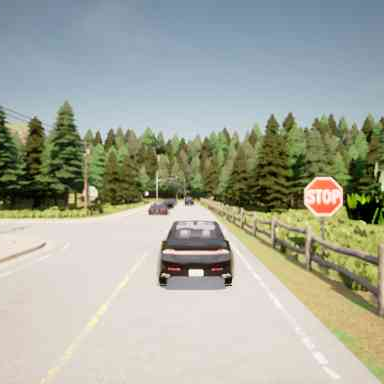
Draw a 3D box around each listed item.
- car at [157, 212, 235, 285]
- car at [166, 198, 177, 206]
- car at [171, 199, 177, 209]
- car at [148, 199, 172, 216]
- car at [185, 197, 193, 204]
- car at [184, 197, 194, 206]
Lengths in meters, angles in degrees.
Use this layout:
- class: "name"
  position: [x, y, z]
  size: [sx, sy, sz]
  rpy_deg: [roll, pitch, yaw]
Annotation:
- class: "car"
  position: [0.101, 1.554, 9.645]
  size: [2.128, 1.511, 4.902]
  rpy_deg: [0, 0, 0]
- class: "car"
  position: [-4.043, 1.990, 66.488]
  size: [1.994, 1.385, 4.181]
  rpy_deg: [0, 0, -1]
- class: "car"
  position: [-3.673, 1.924, 50.529]
  size: [1.895, 1.301, 4.718]
  rpy_deg: [0, 0, -1]
- class: "car"
  position: [-3.545, 1.790, 35.845]
  size: [1.994, 1.385, 4.181]
  rpy_deg: [0, 0, 0]
- class: "car"
  position: [-0.786, 1.860, 76.920]
  size: [1.837, 1.490, 4.892]
  rpy_deg: [0, 0, -1]
- class: "car"
  position: [-0.520, 1.954, 66.621]
  size: [1.812, 1.442, 4.674]
  rpy_deg: [0, 0, -1]
